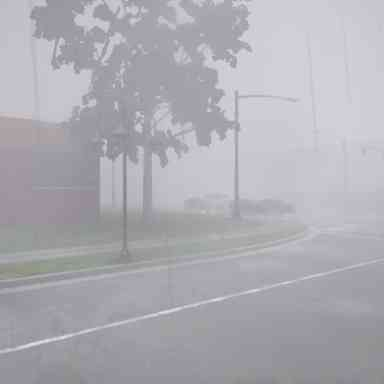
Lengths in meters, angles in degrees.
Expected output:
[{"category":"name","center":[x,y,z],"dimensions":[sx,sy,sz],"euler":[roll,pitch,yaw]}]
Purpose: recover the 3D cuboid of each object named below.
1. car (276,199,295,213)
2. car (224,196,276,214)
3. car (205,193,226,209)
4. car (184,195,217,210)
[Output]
[{"category":"car","center":[9.086,1.505,36.801],"dimensions":[1.837,1.490,4.892],"euler":[0,0,-34]},{"category":"car","center":[6.016,1.478,35.097],"dimensions":[1.882,1.535,5.008],"euler":[0,0,-34]},{"category":"car","center":[3.615,1.221,45.003],"dimensions":[2.150,2.045,5.566],"euler":[0,0,-34]},{"category":"car","center":[0.747,1.505,42.987],"dimensions":[1.837,1.490,4.892],"euler":[0,0,-33]}]
